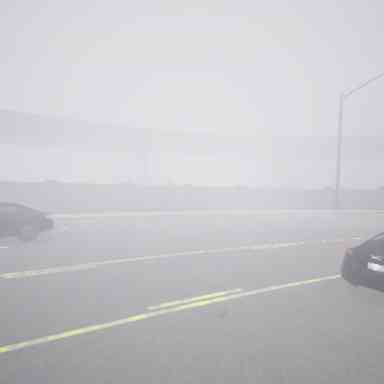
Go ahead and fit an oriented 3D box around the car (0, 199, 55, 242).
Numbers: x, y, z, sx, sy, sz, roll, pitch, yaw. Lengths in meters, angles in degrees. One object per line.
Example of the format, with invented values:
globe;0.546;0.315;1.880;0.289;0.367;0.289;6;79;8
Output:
car;-7.289;0.992;11.604;4.674;1.442;1.812;0;2;-35

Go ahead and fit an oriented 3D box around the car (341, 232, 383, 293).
car;5.315;1.409;7.250;4.181;1.385;1.994;0;2;-26
